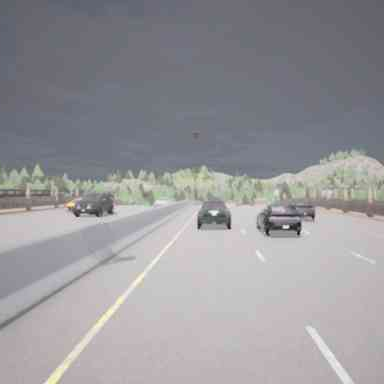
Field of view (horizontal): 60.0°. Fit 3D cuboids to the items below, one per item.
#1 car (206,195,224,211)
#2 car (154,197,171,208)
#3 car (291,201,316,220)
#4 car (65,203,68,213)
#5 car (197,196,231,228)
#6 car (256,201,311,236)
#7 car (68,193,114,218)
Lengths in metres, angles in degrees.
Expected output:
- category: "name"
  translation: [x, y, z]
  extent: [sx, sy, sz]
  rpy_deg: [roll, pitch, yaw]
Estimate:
- category: "car"
  translation: [2.794, 1.309, 40.821]
  extent: [2.097, 1.767, 4.553]
  rpy_deg: [0, 0, 4]
- category: "car"
  translation: [-4.001, 1.445, 45.929]
  extent: [1.812, 1.442, 4.674]
  rpy_deg: [0, 0, 5]
- category: "car"
  translation: [8.902, 1.494, 27.982]
  extent: [2.128, 1.511, 4.902]
  rpy_deg: [0, 0, 4]
- category: "car"
  translation: [-11.786, 1.375, 35.648]
  extent: [1.882, 1.535, 5.008]
  rpy_deg: [0, 0, 4]
- category: "car"
  translation: [1.470, 1.328, 22.023]
  extent: [2.097, 1.767, 4.553]
  rpy_deg: [0, 0, 4]
- category: "car"
  translation: [4.737, 1.487, 18.594]
  extent: [2.128, 1.511, 4.902]
  rpy_deg: [0, 0, 4]
- category: "car"
  translation: [-8.688, 1.140, 29.911]
  extent: [2.150, 2.045, 5.566]
  rpy_deg: [0, 0, 4]
